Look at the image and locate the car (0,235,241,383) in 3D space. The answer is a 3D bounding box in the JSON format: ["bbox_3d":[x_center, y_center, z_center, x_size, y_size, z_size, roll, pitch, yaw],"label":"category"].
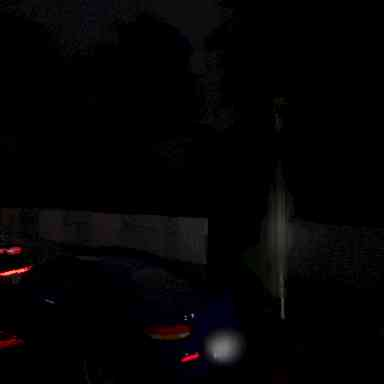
[{"bbox_3d":[-1.515,1.574,5.088,4.674,1.442,1.812,0,-1,37],"label":"car"}]
